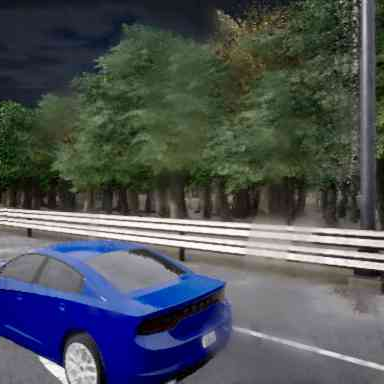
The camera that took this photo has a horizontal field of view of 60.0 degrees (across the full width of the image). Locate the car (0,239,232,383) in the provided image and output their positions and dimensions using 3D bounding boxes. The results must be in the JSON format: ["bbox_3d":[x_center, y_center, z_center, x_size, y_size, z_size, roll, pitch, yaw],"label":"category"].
[{"bbox_3d":[-1.808,1.493,5.186,5.008,1.535,1.882,0,0,36],"label":"car"}]
